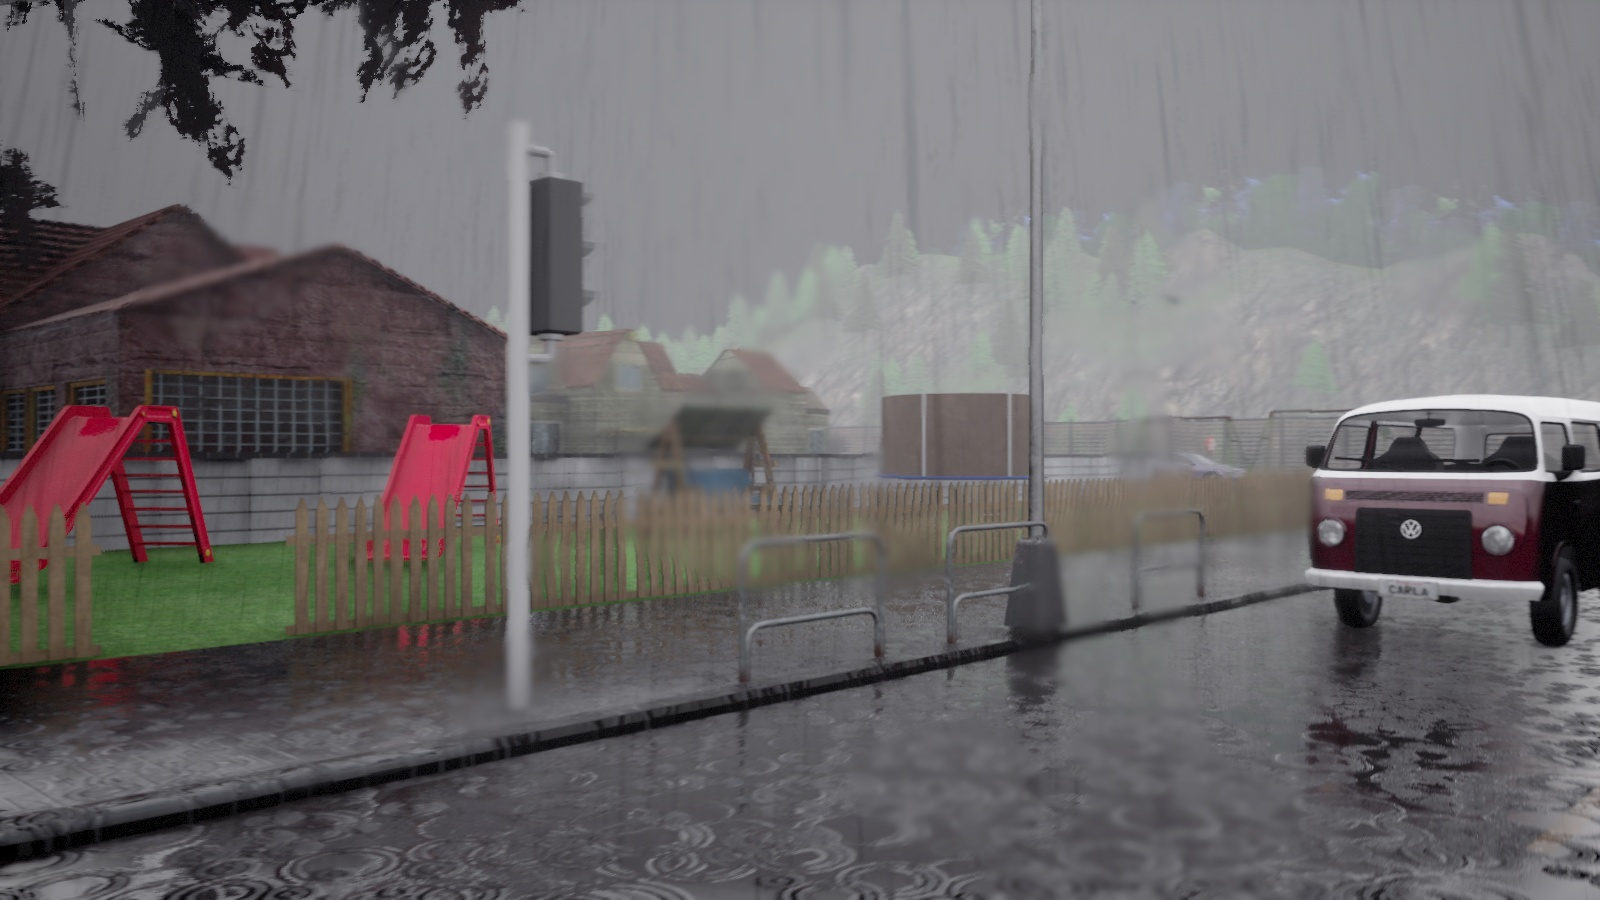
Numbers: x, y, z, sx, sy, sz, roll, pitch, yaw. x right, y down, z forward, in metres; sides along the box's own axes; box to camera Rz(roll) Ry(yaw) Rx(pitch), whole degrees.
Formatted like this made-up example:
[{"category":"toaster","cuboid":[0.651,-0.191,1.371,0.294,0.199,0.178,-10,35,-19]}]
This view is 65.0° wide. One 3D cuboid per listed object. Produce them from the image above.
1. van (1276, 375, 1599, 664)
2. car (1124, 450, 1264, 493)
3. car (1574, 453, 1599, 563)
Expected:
[{"category":"van","cuboid":[6.190,0.494,11.185,2.069,2.038,4.480,0,0,43]},{"category":"car","cuboid":[15.557,0.823,49.754,4.856,1.649,2.033,0,0,43]},{"category":"car","cuboid":[12.913,0.781,18.270,1.837,1.490,4.892,0,0,43]}]
